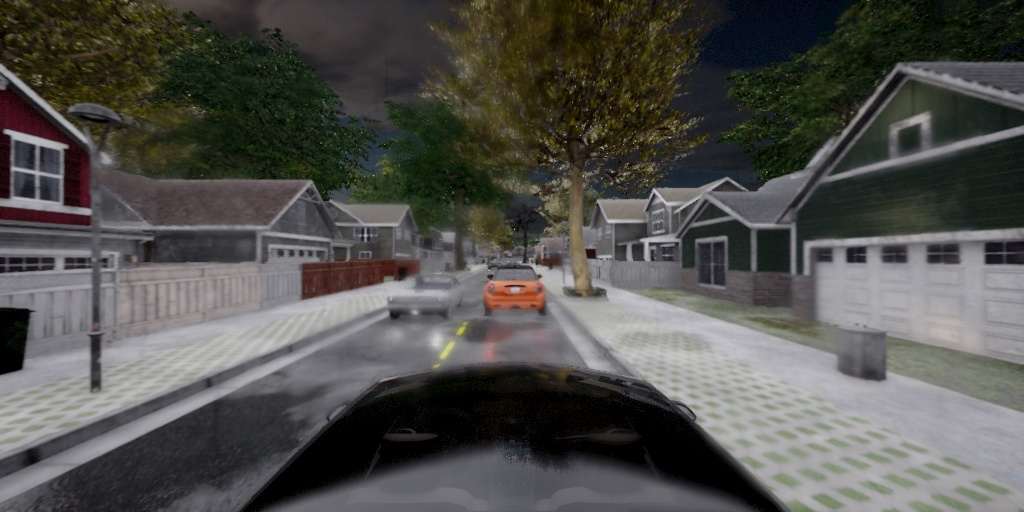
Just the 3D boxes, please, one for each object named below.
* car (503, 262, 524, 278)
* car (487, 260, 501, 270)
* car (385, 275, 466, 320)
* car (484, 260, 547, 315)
[{"bbox_3d":[0.143,1.324,36.123,2.033,1.411,5.357,0,0,0],"label":"car"},{"bbox_3d":[-2.733,1.376,55.658,1.994,1.385,4.181,0,0,1],"label":"car"},{"bbox_3d":[-2.837,1.356,12.742,1.895,1.301,4.718,0,0,0],"label":"car"},{"bbox_3d":[0.115,1.108,13.642,2.097,1.767,4.553,0,0,0],"label":"car"}]
